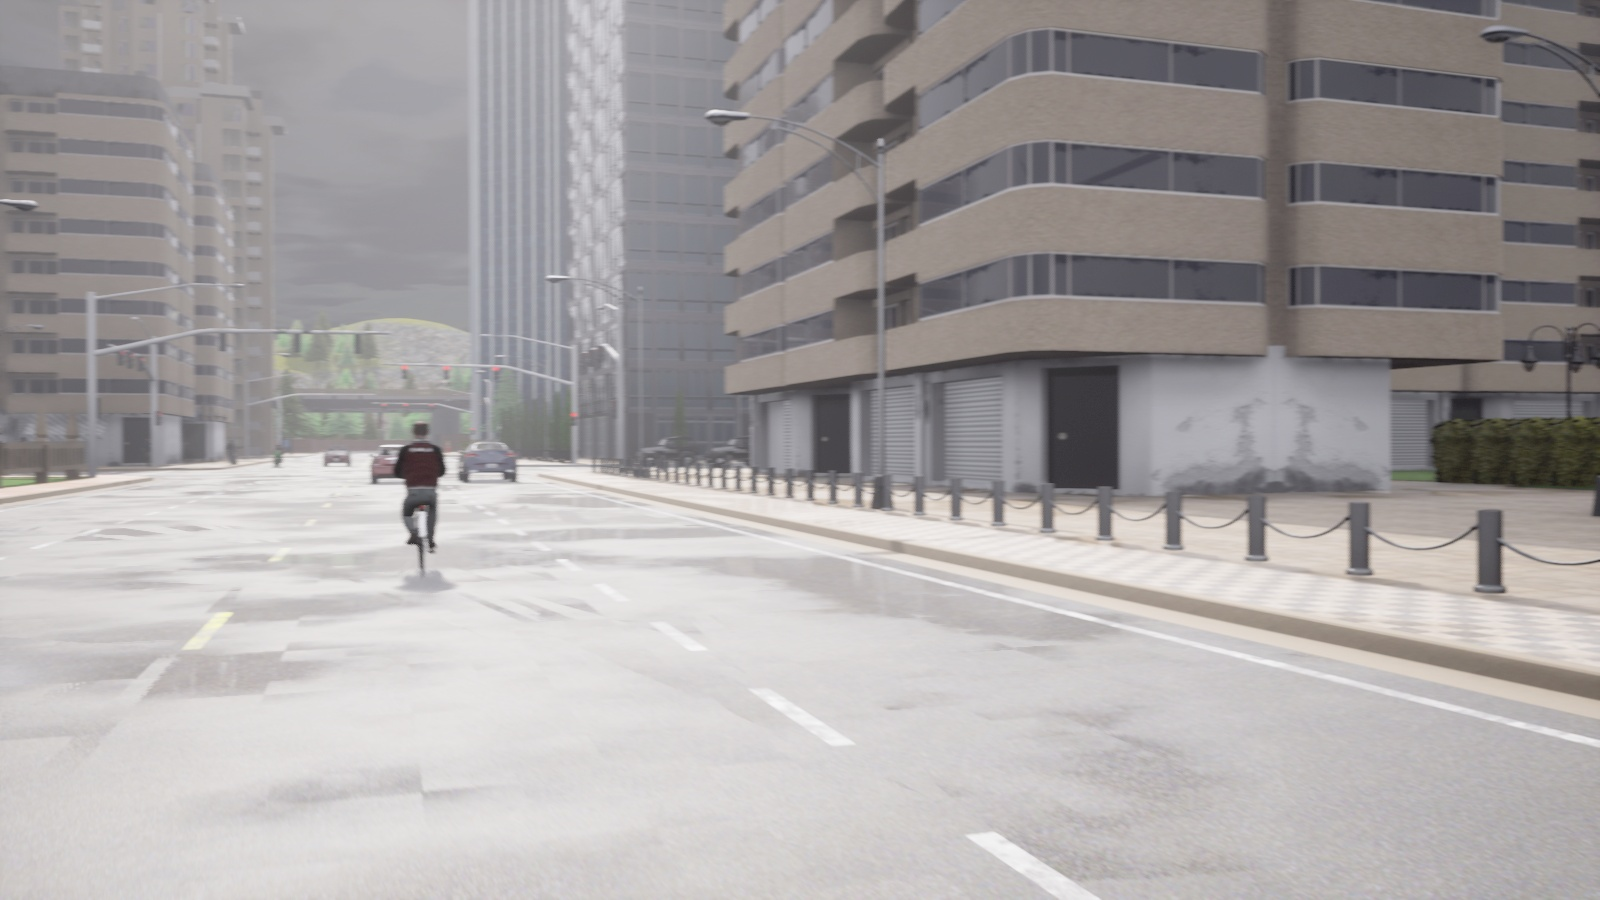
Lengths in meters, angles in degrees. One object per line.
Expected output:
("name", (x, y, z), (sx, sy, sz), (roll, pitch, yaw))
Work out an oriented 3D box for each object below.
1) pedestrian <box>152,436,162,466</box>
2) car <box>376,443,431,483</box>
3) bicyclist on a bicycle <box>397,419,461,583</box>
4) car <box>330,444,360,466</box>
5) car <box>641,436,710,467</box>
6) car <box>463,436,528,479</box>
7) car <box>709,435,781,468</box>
("pedestrian", (-39.979, 0.044, 78.087), (0.402, 1.842, 0.726), (0, 0, -19))
("car", (-15.464, 0.467, 48.974), (1.970, 1.475, 3.806), (0, 0, -18))
("bicyclist on a bicycle", (-4.328, 0.543, 14.584), (0.659, 1.776, 1.843), (0, 1, -18))
("car", (-31.392, 0.335, 86.786), (1.816, 1.474, 4.193), (0, 0, -18))
("car", (-7.565, 0.066, 76.253), (3.866, 1.878, 1.905), (0, 0, -18))
("car", (-12.311, 0.263, 50.593), (2.152, 1.651, 5.027), (0, 0, -18))
("car", (-3.240, 0.069, 73.954), (3.866, 1.878, 1.905), (0, 0, -18))
